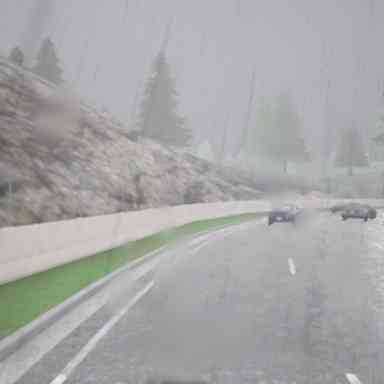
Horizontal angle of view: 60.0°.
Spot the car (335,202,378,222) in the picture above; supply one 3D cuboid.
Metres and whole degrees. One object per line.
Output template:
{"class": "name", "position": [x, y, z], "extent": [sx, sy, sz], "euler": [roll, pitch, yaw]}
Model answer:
{"class": "car", "position": [13.796, 1.627, 27.333], "extent": [2.033, 1.411, 5.357], "euler": [0, 0, 39]}

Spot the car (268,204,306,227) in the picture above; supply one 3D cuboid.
{"class": "car", "position": [6.718, 1.555, 23.393], "extent": [1.812, 1.442, 4.674], "euler": [0, 0, 29]}

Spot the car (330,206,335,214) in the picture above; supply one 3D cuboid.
{"class": "car", "position": [16.629, 1.695, 35.428], "extent": [4.718, 1.301, 1.895], "euler": [0, 0, -42]}
